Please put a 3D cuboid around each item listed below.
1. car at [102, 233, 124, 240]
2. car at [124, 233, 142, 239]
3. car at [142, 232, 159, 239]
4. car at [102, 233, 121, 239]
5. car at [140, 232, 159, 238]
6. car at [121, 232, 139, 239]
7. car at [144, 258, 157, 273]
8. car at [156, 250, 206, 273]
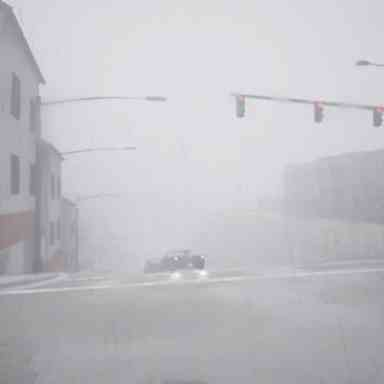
[{"bbox_3d":[-20.763,11.527,85.850,4.974,1.542,2.038,-1,-2,30],"label":"car"},{"bbox_3d":[-16.294,11.539,86.973,2.038,1.542,4.974,-1,-2,40],"label":"car"},{"bbox_3d":[-11.276,11.571,89.035,4.974,1.542,2.038,-1,-1,15],"label":"car"},{"bbox_3d":[-20.809,11.371,85.879,4.536,1.218,1.853,-1,-2,30],"label":"car"},{"bbox_3d":[-11.327,11.414,89.051,4.536,1.218,1.853,-1,-1,15],"label":"car"},{"bbox_3d":[-16.261,11.382,87.017,1.853,1.218,4.536,-1,-2,40],"label":"car"},{"bbox_3d":[-3.057,6.470,29.067,1.882,1.535,5.008,0,-15,-14],"label":"car"},{"bbox_3d":[-0.638,4.075,19.558,1.895,1.301,4.718,-1,-14,-15],"label":"car"}]
